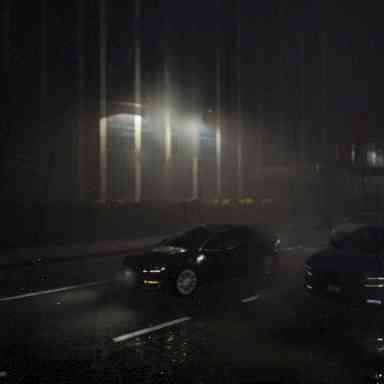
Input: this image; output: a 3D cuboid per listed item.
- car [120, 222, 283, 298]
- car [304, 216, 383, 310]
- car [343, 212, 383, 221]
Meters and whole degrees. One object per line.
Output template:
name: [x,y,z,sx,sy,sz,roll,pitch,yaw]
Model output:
car: [0.468,1.618,8.981,4.892,1.490,1.837,0,-1,-39]
car: [4.589,1.551,7.826,5.008,1.535,1.882,0,-1,-39]
car: [8.166,1.669,15.246,4.674,1.442,1.812,0,-1,-39]
